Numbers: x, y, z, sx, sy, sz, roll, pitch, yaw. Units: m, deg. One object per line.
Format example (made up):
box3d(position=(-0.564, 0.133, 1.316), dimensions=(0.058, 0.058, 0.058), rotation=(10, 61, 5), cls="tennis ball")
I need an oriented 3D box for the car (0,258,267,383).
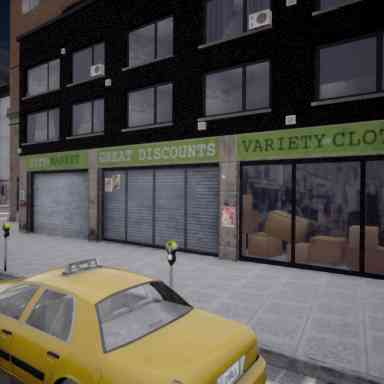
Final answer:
box3d(position=(-1.540, 1.524, 4.190), dimensions=(4.829, 1.417, 1.752), rotation=(0, 1, 36), cls="car")
